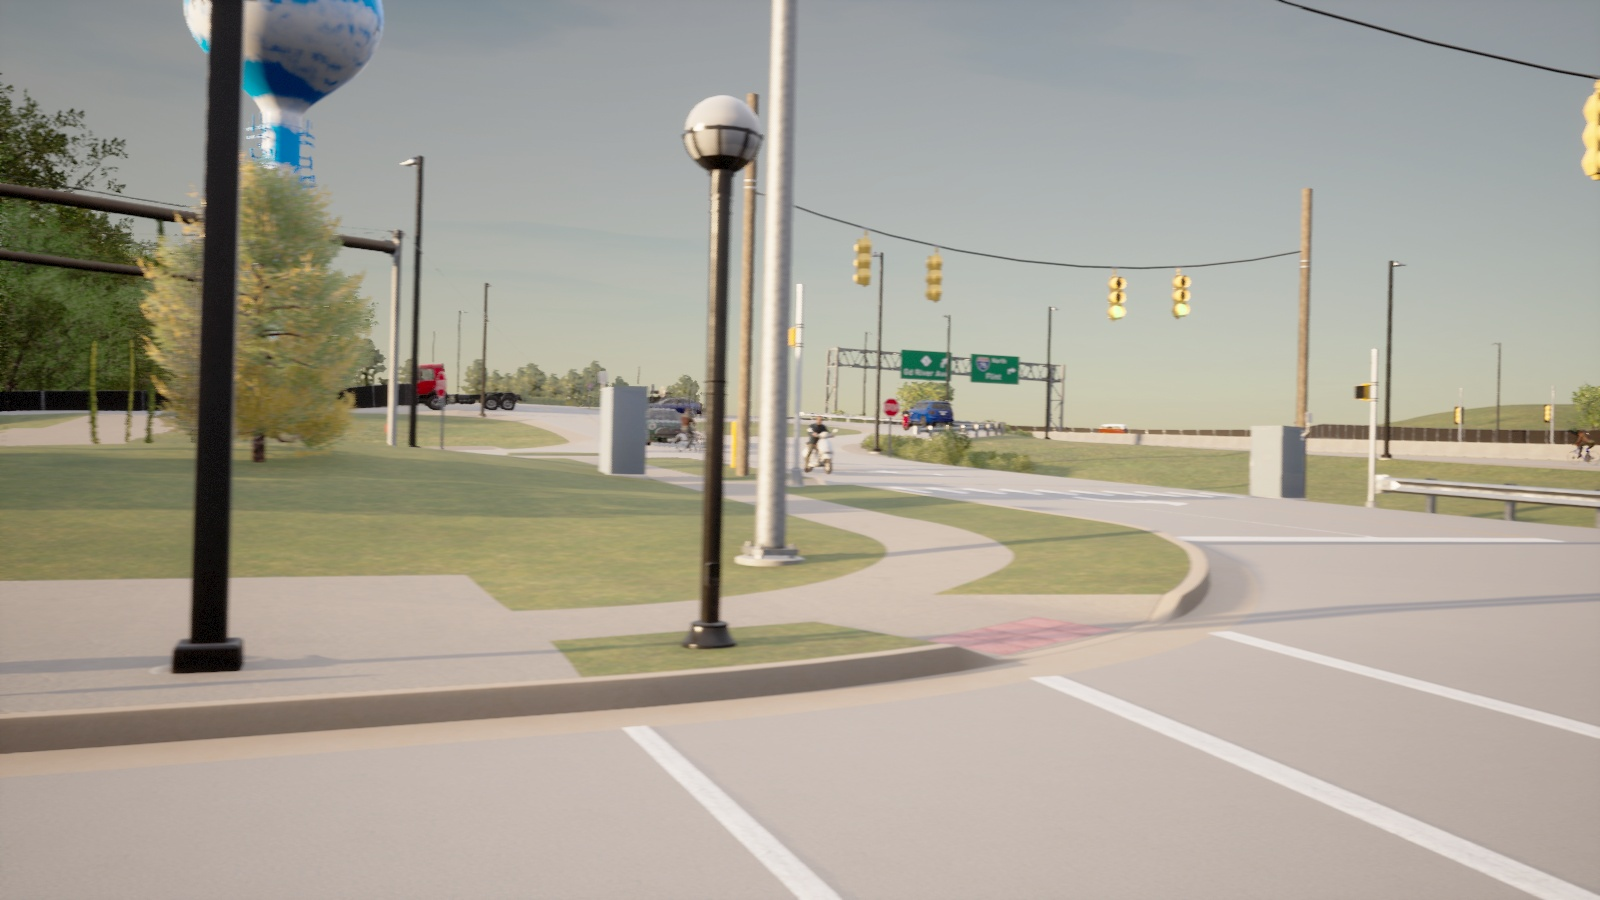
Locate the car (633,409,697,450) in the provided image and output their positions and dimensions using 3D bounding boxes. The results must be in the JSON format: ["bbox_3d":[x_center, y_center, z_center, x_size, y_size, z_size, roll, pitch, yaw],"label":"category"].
[{"bbox_3d":[-6.200,-0.974,57.284,2.097,1.767,4.553,0,2,-16],"label":"car"}]

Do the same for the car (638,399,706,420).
[{"bbox_3d":[-9.846,-3.104,96.549,4.792,1.488,2.163,0,3,-19],"label":"car"}]

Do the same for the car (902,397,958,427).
[{"bbox_3d":[9.610,-2.852,93.123,2.150,2.045,5.566,0,2,-16],"label":"car"}]

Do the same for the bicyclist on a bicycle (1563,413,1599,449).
[{"bbox_3d":[36.429,-0.883,58.322,0.582,1.620,1.656,0,1,-20],"label":"bicyclist on a bicycle"}]

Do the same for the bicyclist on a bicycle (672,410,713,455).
[{"bbox_3d":[-4.282,-0.707,50.153,0.659,1.776,1.843,1,1,30],"label":"bicyclist on a bicycle"}]

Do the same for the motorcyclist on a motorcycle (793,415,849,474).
[{"bbox_3d":[0.573,-0.169,34.407,0.866,1.590,1.817,0,1,-22],"label":"motorcyclist on a motorcycle"}]

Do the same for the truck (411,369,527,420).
[{"bbox_3d":[-24.161,-4.096,91.712,7.936,3.462,2.891,-2,3,-18],"label":"truck"}]
